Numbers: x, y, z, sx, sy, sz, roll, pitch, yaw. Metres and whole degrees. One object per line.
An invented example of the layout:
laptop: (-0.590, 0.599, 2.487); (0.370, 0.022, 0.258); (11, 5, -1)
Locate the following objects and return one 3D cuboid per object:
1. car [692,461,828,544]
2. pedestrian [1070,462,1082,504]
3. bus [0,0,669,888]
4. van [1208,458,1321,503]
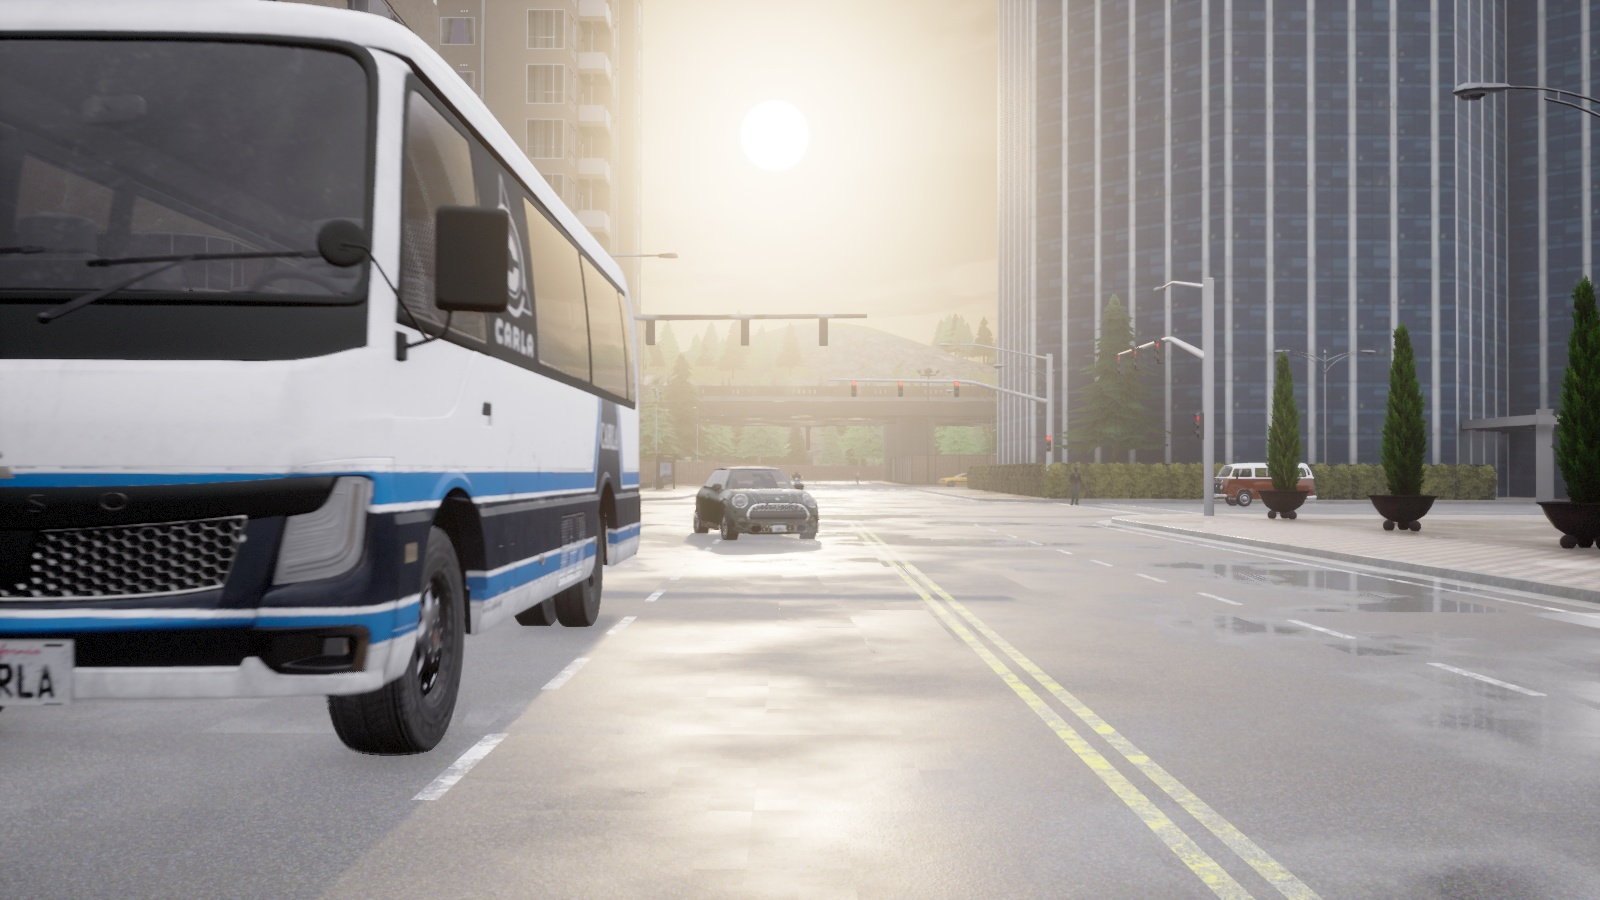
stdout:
car: (-1.042, 1.169, 29.376); (2.097, 1.767, 4.553); (0, -1, -16)
pedestrian: (12.792, 1.535, 58.169); (0.402, 1.930, 0.666); (0, -1, 1)
bus: (-3.532, -0.382, 9.921); (3.944, 4.253, 10.273); (0, -1, 0)
van: (21.638, 1.433, 58.627); (4.480, 2.038, 2.069); (0, -1, -1)
